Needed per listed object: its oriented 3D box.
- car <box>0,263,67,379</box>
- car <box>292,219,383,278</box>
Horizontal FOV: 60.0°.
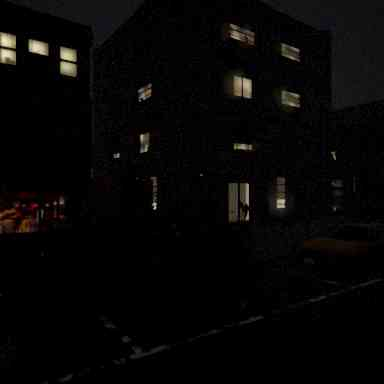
[{"bbox_3d":[-3.795,1.551,3.854,4.403,1.369,2.008,0,0,-36],"label":"car"},{"bbox_3d":[5.056,1.526,10.177,4.829,1.417,1.752,0,0,-36],"label":"car"}]
